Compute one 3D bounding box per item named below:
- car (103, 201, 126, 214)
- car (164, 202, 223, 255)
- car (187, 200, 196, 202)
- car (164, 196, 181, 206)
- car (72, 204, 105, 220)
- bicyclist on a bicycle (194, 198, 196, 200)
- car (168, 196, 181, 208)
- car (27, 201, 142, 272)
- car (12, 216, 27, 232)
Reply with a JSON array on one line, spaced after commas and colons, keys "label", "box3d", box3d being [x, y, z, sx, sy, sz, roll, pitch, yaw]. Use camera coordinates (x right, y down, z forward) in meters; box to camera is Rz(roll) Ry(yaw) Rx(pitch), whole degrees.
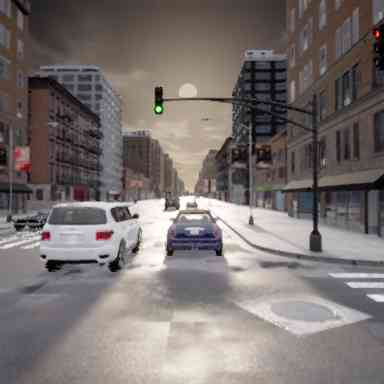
[{"label": "car", "box3d": [-9.834, 1.938, 42.510, 1.837, 1.490, 4.892, 0, -1, 0]}, {"label": "car", "box3d": [0.097, 1.499, 14.111, 2.097, 1.767, 4.553, 0, -1, 0]}, {"label": "car", "box3d": [-0.008, 2.021, 52.178, 2.128, 1.511, 4.902, 0, -1, 0]}, {"label": "car", "box3d": [-3.172, 1.758, 52.928, 2.150, 2.045, 5.566, 0, -1, 0]}, {"label": "car", "box3d": [-9.867, 1.893, 32.108, 1.994, 1.385, 4.181, 0, -1, -1]}, {"label": "bicyclist on a bicycle", "box3d": [0.875, 2.406, 95.493, 0.866, 1.612, 1.509, 0, -1, 0]}, {"label": "car", "box3d": [-3.260, 1.862, 63.318, 2.150, 2.045, 5.566, 0, -1, 0]}, {"label": "car", "box3d": [-3.154, 1.345, 11.454, 2.150, 2.045, 5.566, 0, 0, 0]}, {"label": "car", "box3d": [-9.853, 1.828, 22.078, 1.895, 1.301, 4.718, 0, -1, 0]}]
